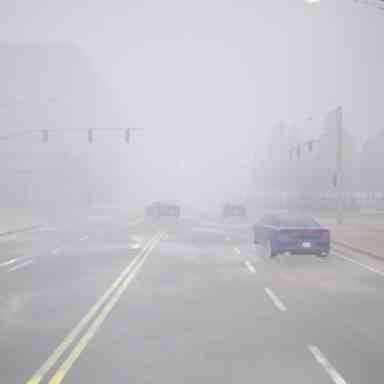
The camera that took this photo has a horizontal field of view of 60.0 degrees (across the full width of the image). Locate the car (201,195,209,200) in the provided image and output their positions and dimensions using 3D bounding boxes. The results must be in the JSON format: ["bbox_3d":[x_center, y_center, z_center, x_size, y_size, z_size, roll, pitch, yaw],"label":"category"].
[{"bbox_3d":[3.502,1.489,92.262,1.994,1.385,4.181,0,0,0],"label":"car"}]

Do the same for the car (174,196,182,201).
[{"bbox_3d":[-3.498,1.615,83.189,1.994,1.385,4.181,0,0,0],"label":"car"}]

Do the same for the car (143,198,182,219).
[{"bbox_3d":[-2.704,1.461,29.002,1.882,1.535,5.008,1,-1,-26],"label":"car"}]

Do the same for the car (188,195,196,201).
[{"bbox_3d":[0.002,1.547,83.012,1.882,1.535,5.008,0,0,0],"label":"car"}]

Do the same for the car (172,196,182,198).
[{"bbox_3d":[-3.500,1.613,67.652,1.994,1.385,4.181,0,0,0],"label":"car"}]

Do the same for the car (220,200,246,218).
[{"bbox_3d":[3.580,1.466,29.574,1.882,1.535,5.008,0,0,0],"label":"car"}]

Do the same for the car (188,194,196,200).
[{"bbox_3d":[0.002,1.462,92.262,2.128,1.511,4.902,0,0,0],"label":"car"}]

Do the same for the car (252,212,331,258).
[{"bbox_3d":[3.567,1.489,12.773,1.882,1.535,5.008,0,0,0],"label":"car"}]

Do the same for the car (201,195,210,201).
[{"bbox_3d":[3.502,1.546,83.268,1.882,1.535,5.008,0,0,0],"label":"car"}]
